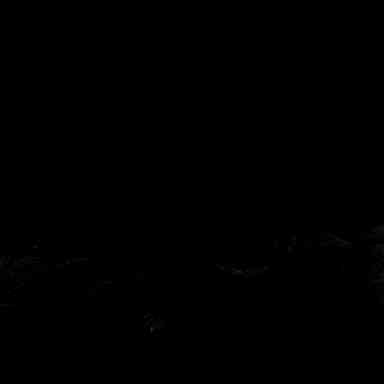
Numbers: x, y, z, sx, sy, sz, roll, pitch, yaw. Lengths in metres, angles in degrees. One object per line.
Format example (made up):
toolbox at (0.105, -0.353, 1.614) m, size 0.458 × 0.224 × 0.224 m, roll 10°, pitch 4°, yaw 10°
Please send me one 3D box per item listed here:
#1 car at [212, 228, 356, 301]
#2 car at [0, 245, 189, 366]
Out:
car at (2.430, 1.582, 8.269) m, size 4.206 × 1.307 × 1.802 m, roll 0°, pitch 0°, yaw -35°
car at (-2.050, 1.566, 5.075) m, size 4.313 × 1.339 × 1.947 m, roll 0°, pitch 0°, yaw -35°
